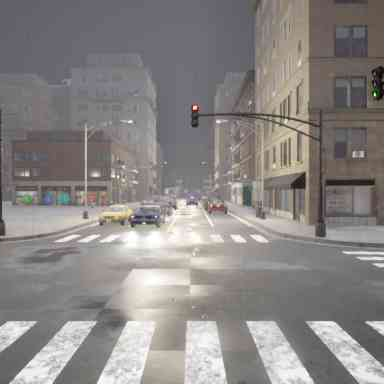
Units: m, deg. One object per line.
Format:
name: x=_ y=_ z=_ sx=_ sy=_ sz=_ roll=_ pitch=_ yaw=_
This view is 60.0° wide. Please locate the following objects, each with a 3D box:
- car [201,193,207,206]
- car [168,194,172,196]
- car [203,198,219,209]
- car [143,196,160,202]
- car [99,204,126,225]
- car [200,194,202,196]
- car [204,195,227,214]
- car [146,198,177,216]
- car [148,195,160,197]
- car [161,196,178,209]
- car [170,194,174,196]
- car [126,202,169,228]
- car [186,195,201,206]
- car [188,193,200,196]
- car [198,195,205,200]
car: x=2.642 y=1.317 z=41.020 sx=2.192 sy=1.841 sz=5.009 roll=0 pitch=0 yaw=0
car: x=-5.380 y=1.586 z=63.669 sx=1.802 sy=1.307 sz=4.206 roll=0 pitch=0 yaw=0
car: x=2.643 y=1.568 z=46.682 sx=1.947 sy=1.339 sz=4.313 roll=0 pitch=0 yaw=0
car: x=-5.383 y=1.553 z=41.021 sx=2.008 sy=1.369 sz=4.403 roll=0 pitch=0 yaw=0
car: x=-5.385 y=1.526 z=23.866 sx=1.752 sy=1.417 sz=4.829 roll=0 pitch=0 yaw=0
car: x=2.645 y=1.555 z=69.330 sx=2.008 sy=1.369 sz=4.403 roll=0 pitch=0 yaw=0
car: x=2.642 y=1.441 z=35.358 sx=1.967 sy=1.590 sz=4.097 roll=0 pitch=0 yaw=0
car: x=-2.852 y=1.549 z=32.294 sx=2.033 sy=1.411 sz=5.357 roll=0 pitch=0 yaw=0
car: x=-5.382 y=1.318 z=46.684 sx=2.192 sy=1.841 sz=5.009 roll=0 pitch=0 yaw=0
car: x=-2.837 y=1.528 z=42.135 sx=1.812 sy=1.442 sz=4.674 roll=0 pitch=0 yaw=0
car: x=-5.380 y=1.530 z=69.161 sx=1.752 sy=1.417 sz=4.829 roll=0 pitch=0 yaw=0
car: x=-2.880 y=1.601 z=22.557 sx=1.895 sy=1.301 sz=4.718 roll=0 pitch=0 yaw=1
car: x=0.006 y=1.604 z=53.850 sx=1.895 sy=1.301 sz=4.718 roll=0 pitch=0 yaw=0
car: x=0.007 y=1.226 z=64.152 sx=2.150 sy=2.045 sz=5.566 roll=0 pitch=0 yaw=0
car: x=2.648 y=1.575 z=91.977 sx=1.947 sy=1.339 sz=4.313 roll=0 pitch=0 yaw=0
